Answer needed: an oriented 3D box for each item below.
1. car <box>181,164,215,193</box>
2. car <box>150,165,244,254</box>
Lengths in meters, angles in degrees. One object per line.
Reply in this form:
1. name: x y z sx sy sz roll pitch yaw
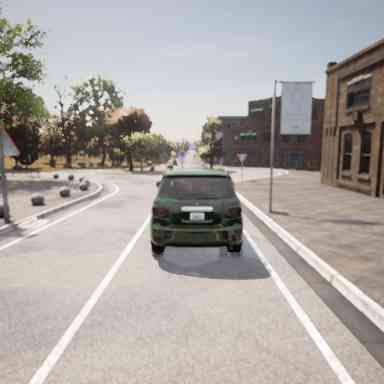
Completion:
1. car: 0.543 -1.073 23.588 2.097 1.767 4.553 1 6 4
2. car: 0.105 0.302 9.549 2.150 2.045 5.566 0 6 0
